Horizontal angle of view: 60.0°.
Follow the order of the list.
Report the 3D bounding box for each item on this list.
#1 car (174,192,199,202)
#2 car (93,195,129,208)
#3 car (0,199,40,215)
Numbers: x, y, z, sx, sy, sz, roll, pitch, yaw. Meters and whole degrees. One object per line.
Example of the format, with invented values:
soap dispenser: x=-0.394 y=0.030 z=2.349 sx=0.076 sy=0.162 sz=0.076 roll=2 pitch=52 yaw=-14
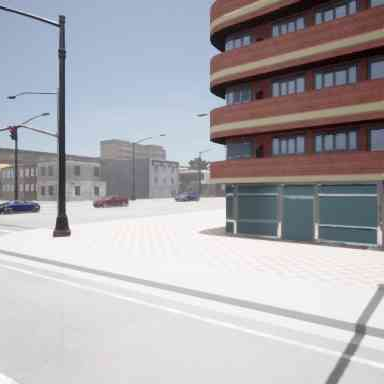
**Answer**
car: x=-0.869 y=0.773 z=54.739 sx=2.097 sy=1.767 sz=4.553 roll=0 pitch=1 yaw=37
car: x=-10.242 y=1.176 z=42.158 sx=1.882 sy=1.535 sz=5.008 roll=0 pitch=1 yaw=37
car: x=-17.218 y=1.434 z=32.762 sx=1.994 sy=1.385 sz=4.181 roll=0 pitch=1 yaw=37
